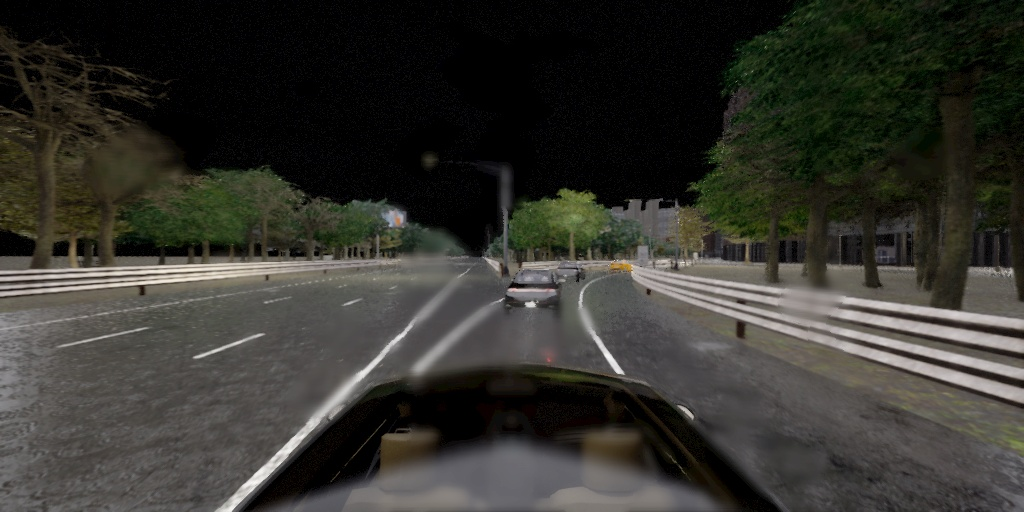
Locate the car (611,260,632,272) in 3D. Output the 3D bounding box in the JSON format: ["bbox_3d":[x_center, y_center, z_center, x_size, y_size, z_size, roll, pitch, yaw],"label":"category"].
[{"bbox_3d":[15.184,1.334,49.437,1.882,1.535,5.008,0,0,35],"label":"car"}]

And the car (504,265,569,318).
[{"bbox_3d":[0.928,1.254,13.153,2.128,1.511,4.902,0,0,8],"label":"car"}]

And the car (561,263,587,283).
[{"bbox_3d":[4.884,1.293,29.218,2.128,1.511,4.902,0,0,20],"label":"car"}]
